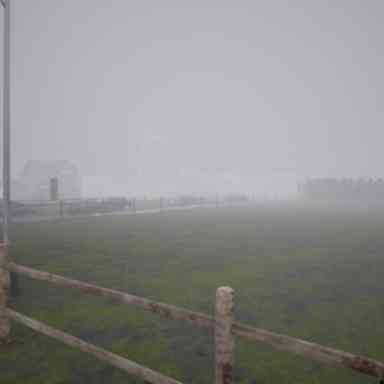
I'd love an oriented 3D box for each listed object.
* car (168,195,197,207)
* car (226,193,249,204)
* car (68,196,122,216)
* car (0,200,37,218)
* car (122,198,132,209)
[{"bbox_3d":[-1.290,1.142,44.692,2.128,1.511,4.902,0,0,35],"label":"car"},{"bbox_3d":[7.239,0.947,51.976,2.097,1.767,4.553,0,0,35],"label":"car"},{"bbox_3d":[-8.560,1.289,28.910,1.994,1.385,4.181,0,0,34],"label":"car"},{"bbox_3d":[-14.660,1.303,25.196,2.033,1.411,5.357,0,0,33],"label":"car"},{"bbox_3d":[-8.459,1.185,34.298,1.882,1.535,5.008,0,0,34],"label":"car"}]
